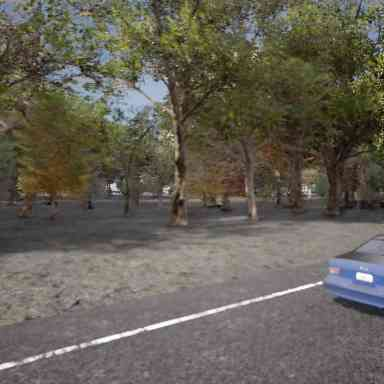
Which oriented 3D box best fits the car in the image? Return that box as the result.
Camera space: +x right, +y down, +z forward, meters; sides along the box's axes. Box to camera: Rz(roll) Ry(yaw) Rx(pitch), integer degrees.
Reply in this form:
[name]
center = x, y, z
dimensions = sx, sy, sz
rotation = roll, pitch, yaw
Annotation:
[car]
center = 5.127, 1.579, 7.409
dimensions = 5.357, 1.411, 2.033
rotation = 0, 0, -35
